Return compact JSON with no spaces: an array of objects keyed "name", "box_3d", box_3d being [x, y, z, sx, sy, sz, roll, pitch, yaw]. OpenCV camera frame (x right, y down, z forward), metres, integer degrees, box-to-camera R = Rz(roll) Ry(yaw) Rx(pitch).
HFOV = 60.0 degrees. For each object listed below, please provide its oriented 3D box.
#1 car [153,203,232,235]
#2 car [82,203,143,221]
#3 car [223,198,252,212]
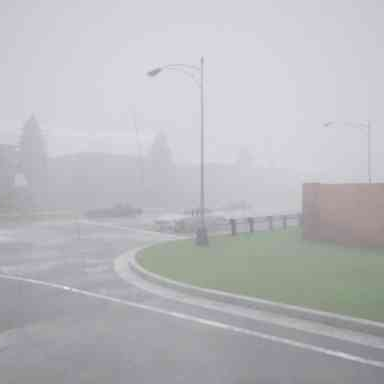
[{"name":"car","box_3d":[-0.069,1.525,19.059,4.674,1.442,1.812,0,0,-42]},{"name":"car","box_3d":[-6.506,1.601,27.419,4.718,1.301,1.895,0,0,-43]},{"name":"car","box_3d":[4.805,1.491,37.815,4.902,1.511,2.128,0,0,-43]}]
